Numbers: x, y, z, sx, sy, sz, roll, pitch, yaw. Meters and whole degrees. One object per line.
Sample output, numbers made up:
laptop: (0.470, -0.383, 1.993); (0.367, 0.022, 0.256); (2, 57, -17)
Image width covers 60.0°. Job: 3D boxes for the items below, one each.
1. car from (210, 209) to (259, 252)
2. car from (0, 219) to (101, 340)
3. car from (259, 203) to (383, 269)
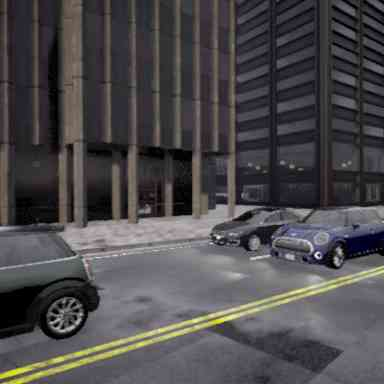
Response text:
car: (2.965, 1.447, 13.687); (4.892, 1.490, 1.837); (0, 0, -35)
car: (-3.823, 1.353, 4.936); (4.553, 1.767, 2.097); (-1, 0, -36)
car: (4.689, 1.293, 11.003); (4.553, 1.767, 2.097); (0, 0, -35)
